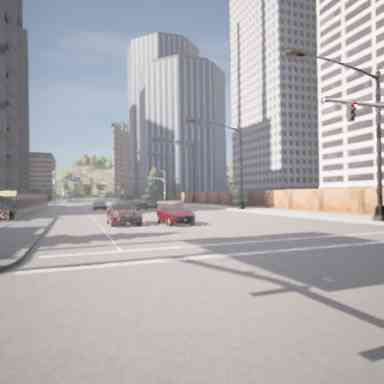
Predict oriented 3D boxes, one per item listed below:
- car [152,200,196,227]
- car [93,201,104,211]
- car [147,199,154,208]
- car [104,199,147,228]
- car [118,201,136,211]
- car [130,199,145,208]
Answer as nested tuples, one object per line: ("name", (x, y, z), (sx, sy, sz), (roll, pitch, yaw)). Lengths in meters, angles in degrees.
("car", (-1.260, 1.621, 24.347), (1.882, 1.535, 5.008), (-1, 0, -19))
("car", (-13.523, 2.004, 48.748), (2.033, 1.411, 5.357), (-1, 0, -19))
("car", (-6.341, 1.839, 49.659), (2.128, 1.511, 4.902), (-1, 0, -19))
("car", (-5.002, 1.555, 24.433), (2.097, 1.767, 4.553), (-1, 0, -20))
("car", (-9.330, 1.984, 47.308), (1.895, 1.301, 4.718), (-1, 0, -19))
("car", (-9.859, 1.976, 59.463), (1.812, 1.442, 4.674), (-1, 0, -19))
